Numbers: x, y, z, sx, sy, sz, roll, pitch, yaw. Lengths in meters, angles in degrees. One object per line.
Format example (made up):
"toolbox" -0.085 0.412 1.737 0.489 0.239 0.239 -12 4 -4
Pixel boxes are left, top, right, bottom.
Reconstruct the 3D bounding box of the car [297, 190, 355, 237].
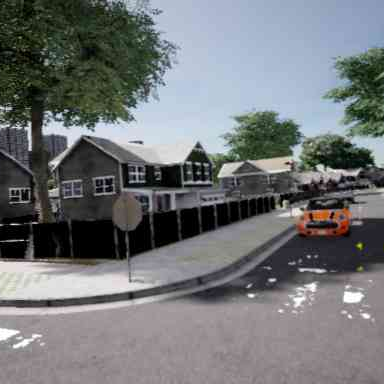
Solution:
"car" 6.307 1.035 15.722 2.097 1.767 4.553 -4 -1 27
